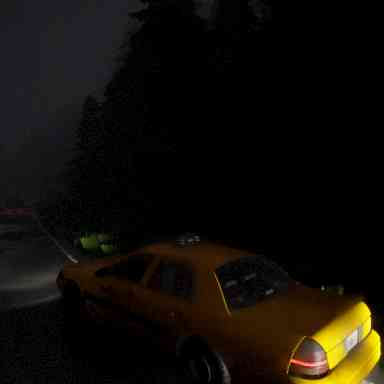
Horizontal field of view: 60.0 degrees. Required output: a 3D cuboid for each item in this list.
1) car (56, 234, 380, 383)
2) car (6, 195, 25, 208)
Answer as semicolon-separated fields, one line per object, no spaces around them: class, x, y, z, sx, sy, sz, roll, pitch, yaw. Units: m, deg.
car;-0.257;1.418;5.070;5.366;1.575;1.801;1;1;44
car;-21.213;1.058;40.005;2.128;1.511;4.902;-2;2;-27
